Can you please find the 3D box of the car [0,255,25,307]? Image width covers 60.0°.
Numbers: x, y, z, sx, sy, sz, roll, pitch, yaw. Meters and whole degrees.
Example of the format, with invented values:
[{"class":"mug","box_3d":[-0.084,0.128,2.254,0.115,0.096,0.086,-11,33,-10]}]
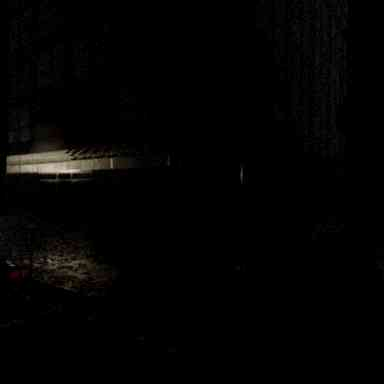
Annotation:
[{"class":"car","box_3d":[-4.875,1.525,6.437,4.206,1.307,1.802,1,1,35]}]
